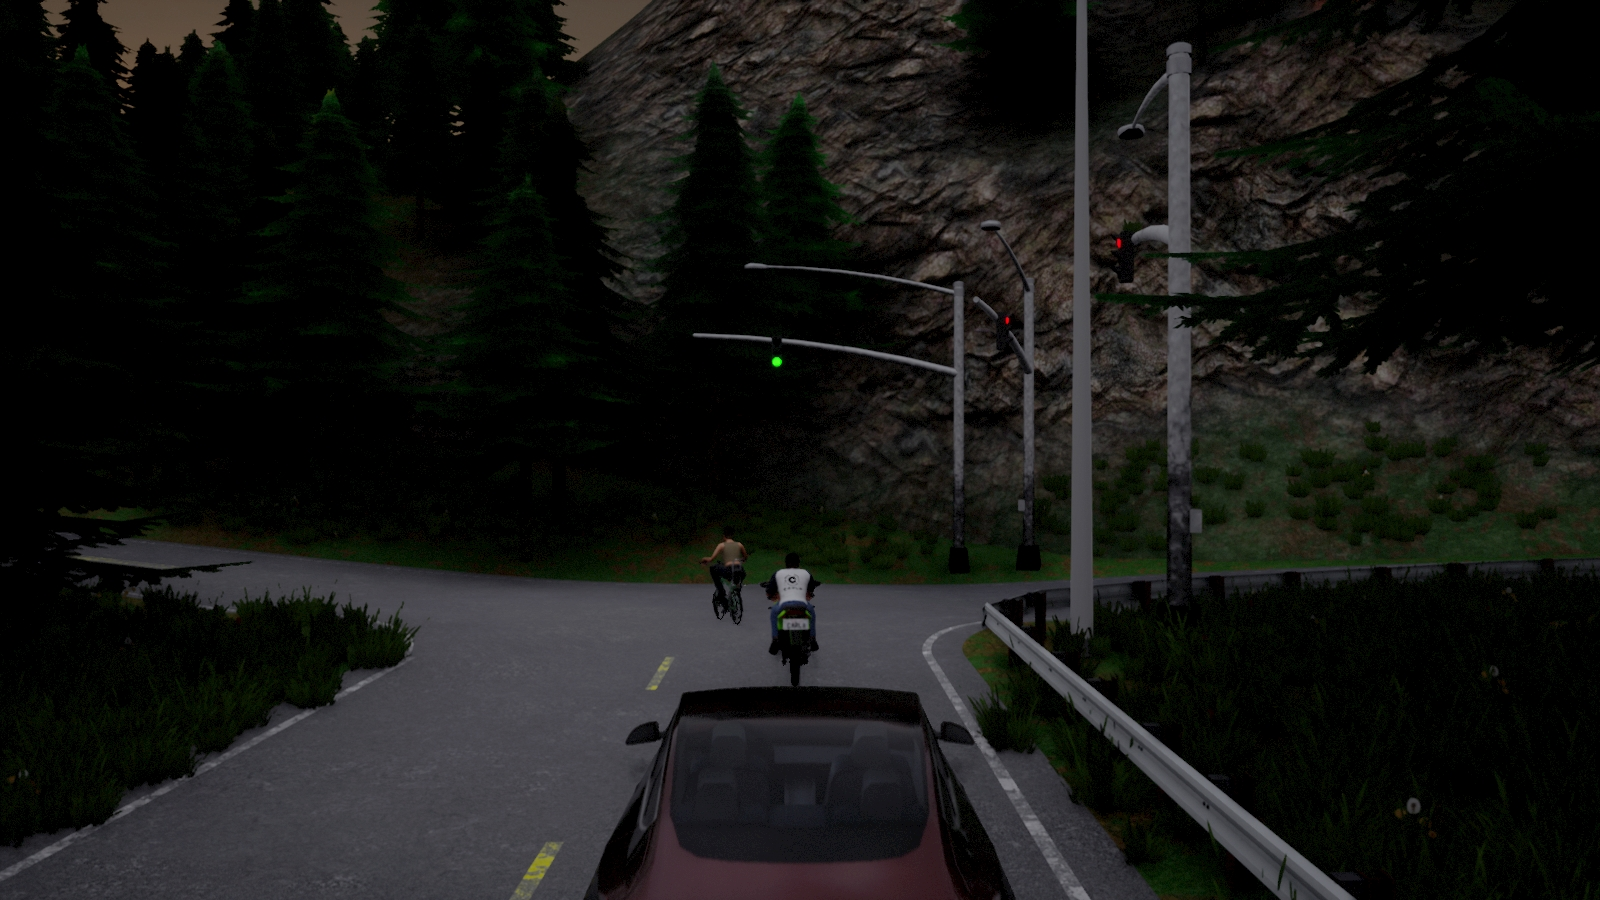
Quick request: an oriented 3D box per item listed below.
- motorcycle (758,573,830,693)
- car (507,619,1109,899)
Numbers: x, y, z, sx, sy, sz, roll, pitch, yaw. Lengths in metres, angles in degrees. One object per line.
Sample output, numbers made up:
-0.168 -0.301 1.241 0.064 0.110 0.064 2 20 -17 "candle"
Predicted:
-0.104 2.217 14.196 0.803 1.145 2.033 -1 0 -2 "motorcycle"
0.029 2.065 6.502 2.163 1.488 4.792 0 0 0 "car"
